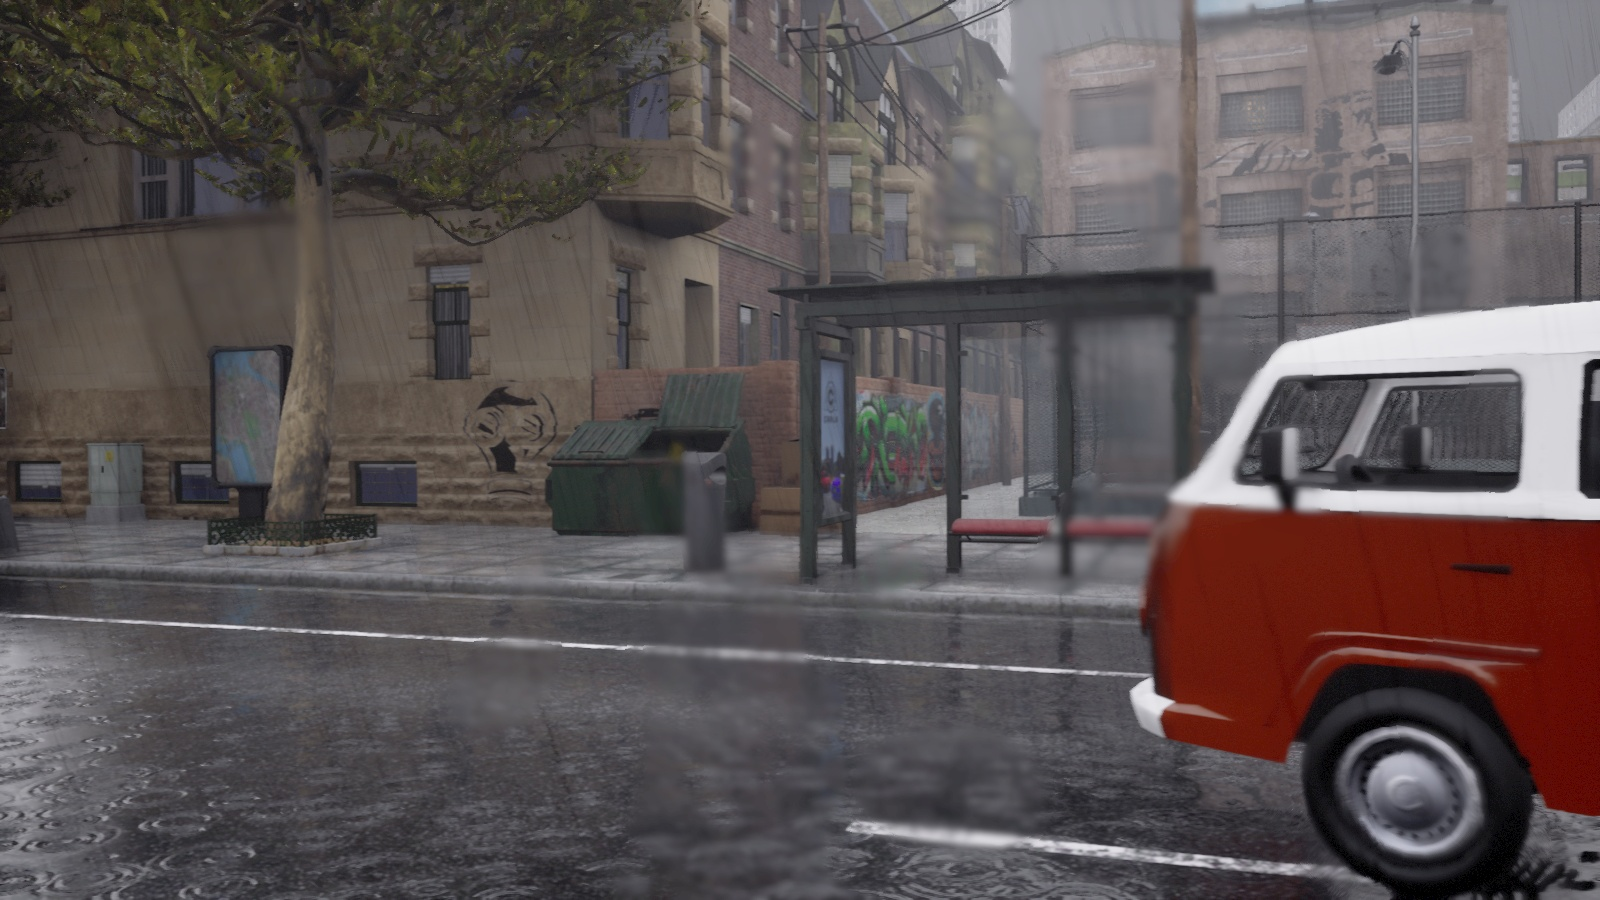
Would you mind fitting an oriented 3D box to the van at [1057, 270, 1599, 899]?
[{"bbox_3d":[3.361,0.491,4.124,4.480,2.038,2.069,1,1,39],"label":"van"}]
